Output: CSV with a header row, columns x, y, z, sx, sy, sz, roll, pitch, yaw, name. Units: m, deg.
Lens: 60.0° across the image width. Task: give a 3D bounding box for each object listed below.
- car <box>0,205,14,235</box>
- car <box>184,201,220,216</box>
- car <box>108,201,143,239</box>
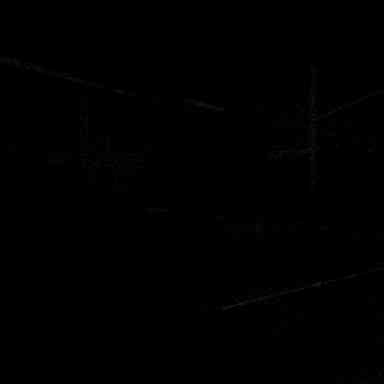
x,y,z,sx,sy,sz,roll,pitch,yaw,name
-11.416,1.524,18.647,2.242,1.667,4.611,1,0,-36,car
1.021,1.706,36.394,2.128,1.511,4.902,1,0,-35,car
-4.287,1.447,18.384,1.905,1.878,3.866,1,0,-36,car
